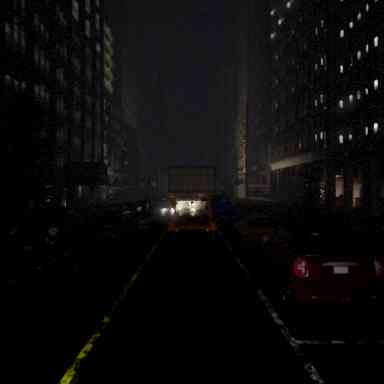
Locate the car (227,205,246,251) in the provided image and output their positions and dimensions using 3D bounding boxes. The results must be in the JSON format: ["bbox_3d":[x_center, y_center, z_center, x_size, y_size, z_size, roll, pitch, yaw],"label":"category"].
[{"bbox_3d":[2.684,1.500,13.779,1.752,1.417,4.829,-1,0,0],"label":"car"}]

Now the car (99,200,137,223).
[{"bbox_3d":[-5.695,1.504,24.978,2.008,1.369,4.403,-1,0,0],"label":"car"}]

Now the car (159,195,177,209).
[{"bbox_3d":[-3.079,1.481,44.742,1.994,1.385,4.181,0,0,0],"label":"car"}]

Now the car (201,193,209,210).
[{"bbox_3d":[2.686,1.237,42.027,2.192,1.841,5.009,-1,0,0],"label":"car"}]

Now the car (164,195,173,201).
[{"bbox_3d":[-5.686,1.429,81.814,1.802,1.307,4.206,-1,0,0],"label":"car"}]

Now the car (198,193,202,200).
[{"bbox_3d":[2.693,1.419,70.445,2.008,1.369,4.403,-1,0,0],"label":"car"}]

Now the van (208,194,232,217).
[{"bbox_3d":[2.685,1.284,30.660,1.690,1.788,3.998,-1,0,0],"label":"van"}]

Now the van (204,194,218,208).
[{"bbox_3d":[2.688,1.253,47.711,1.690,1.788,3.998,-1,0,0],"label":"van"}]

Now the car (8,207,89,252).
[{"bbox_3d":[-5.697,1.415,13.611,1.967,1.590,4.097,-1,0,0],"label":"car"}]

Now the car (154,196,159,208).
[{"bbox_3d":[-5.692,1.473,42.029,2.008,1.369,4.403,-1,0,0],"label":"car"}]

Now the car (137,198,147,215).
[{"bbox_3d":[-5.693,1.509,30.661,1.947,1.339,4.313,-1,0,0],"label":"car"}]

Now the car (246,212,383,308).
[{"bbox_3d":[2.682,1.425,7.926,1.967,1.590,4.097,-1,0,0],"label":"car"}]

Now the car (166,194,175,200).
[{"bbox_3d":[-5.686,1.276,87.497,1.967,1.590,4.097,-1,0,0],"label":"car"}]

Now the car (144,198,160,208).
[{"bbox_3d":[-5.691,1.493,47.712,1.802,1.307,4.206,-1,0,0],"label":"car"}]

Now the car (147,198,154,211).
[{"bbox_3d":[-5.693,1.477,36.345,1.887,1.381,4.507,-1,0,0],"label":"car"}]

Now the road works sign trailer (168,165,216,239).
[{"bbox_3d":[0.007,0.432,17.011,2.380,3.560,2.880,0,0,0],"label":"road works sign trailer"}]
